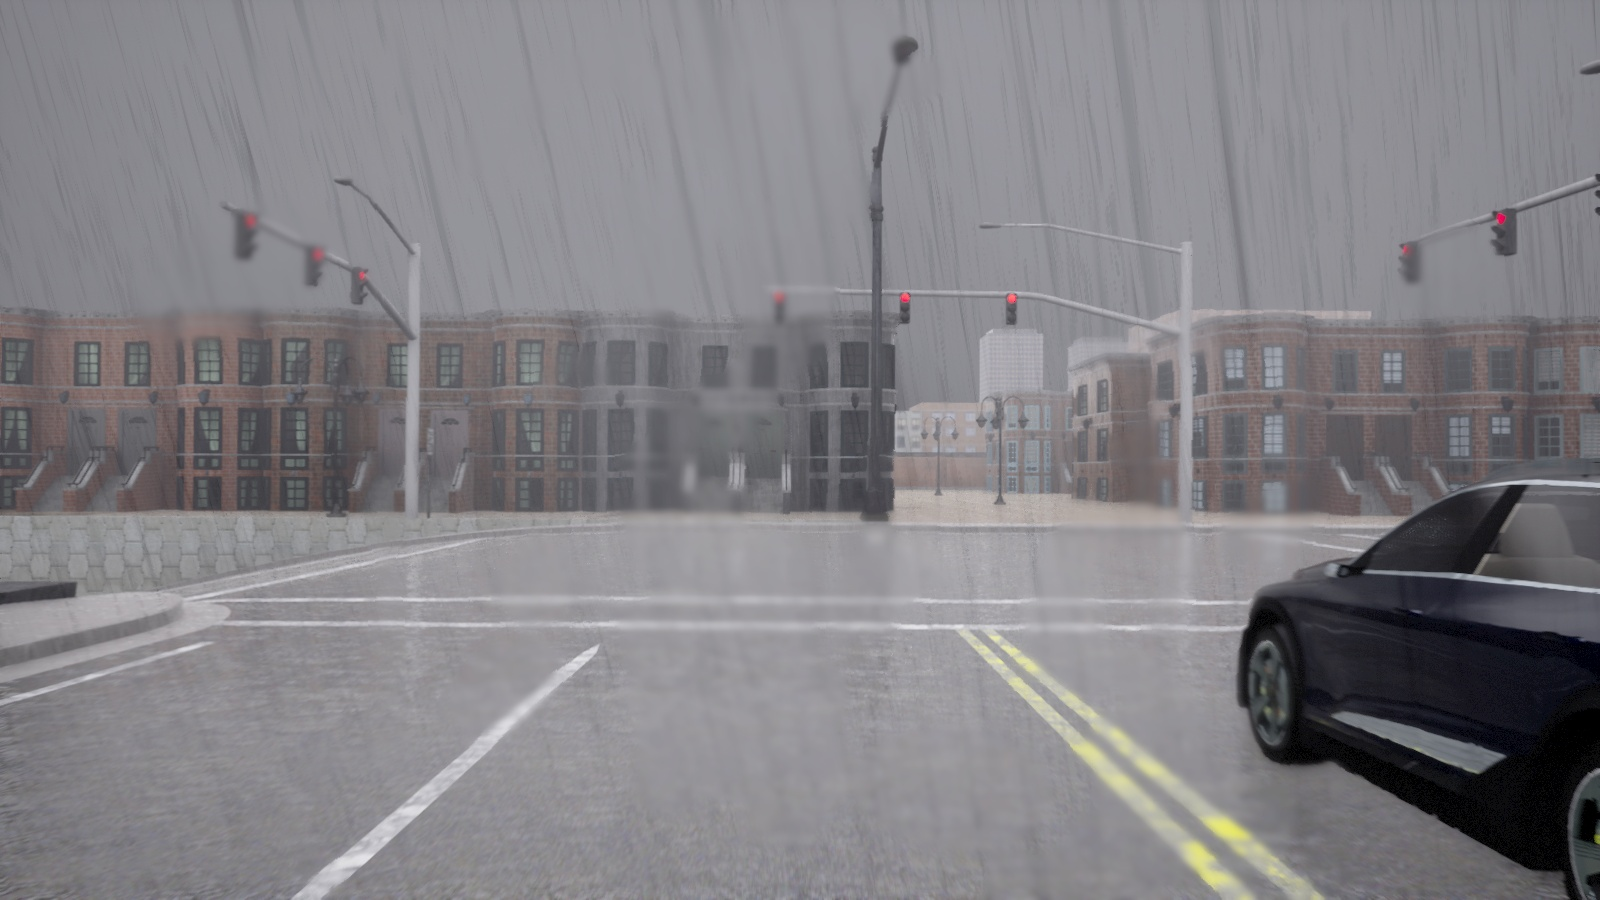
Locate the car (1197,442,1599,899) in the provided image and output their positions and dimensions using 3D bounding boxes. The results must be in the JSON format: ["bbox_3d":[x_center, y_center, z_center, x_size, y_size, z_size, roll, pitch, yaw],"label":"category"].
[{"bbox_3d":[3.488,0.820,5.354,2.033,1.649,4.856,0,-1,0],"label":"car"}]

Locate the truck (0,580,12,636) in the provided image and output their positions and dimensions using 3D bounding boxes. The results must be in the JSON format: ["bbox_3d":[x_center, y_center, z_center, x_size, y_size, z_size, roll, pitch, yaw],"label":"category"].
[{"bbox_3d":[-19.279,2.717,22.485,7.936,3.462,2.891,-13,0,-1],"label":"truck"}]
